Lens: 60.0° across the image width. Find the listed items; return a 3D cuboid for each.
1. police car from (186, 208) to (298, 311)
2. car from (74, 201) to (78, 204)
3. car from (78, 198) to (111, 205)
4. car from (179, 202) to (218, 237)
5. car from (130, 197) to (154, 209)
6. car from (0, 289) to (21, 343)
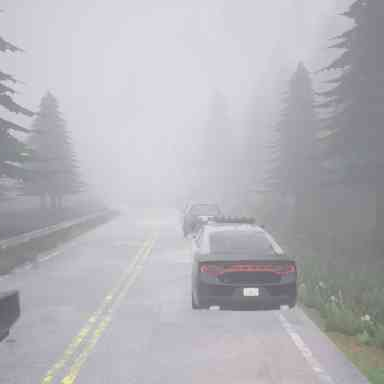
[{"bbox_3d":[0.906,1.409,7.967,1.930,1.638,5.238,0,0,-1],"label":"police car"},{"bbox_3d":[-17.586,1.770,55.358,4.902,1.511,2.128,-3,3,27],"label":"car"},{"bbox_3d":[-13.951,1.824,48.545,5.357,1.411,2.033,-2,2,42],"label":"car"},{"bbox_3d":[0.532,1.314,17.938,2.097,1.767,4.553,0,0,-3],"label":"car"},{"bbox_3d":[-6.994,1.461,46.082,1.837,1.490,4.892,-3,1,-35],"label":"car"},{"bbox_3d":[-3.335,1.598,2.470,1.895,1.301,4.718,0,0,0],"label":"car"}]
